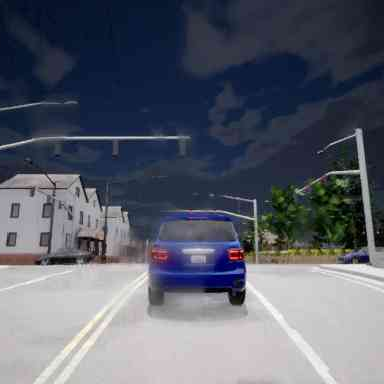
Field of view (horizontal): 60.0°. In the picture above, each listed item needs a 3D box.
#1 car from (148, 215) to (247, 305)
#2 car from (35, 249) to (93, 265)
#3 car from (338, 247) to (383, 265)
[{"bbox_3d":[0.075,1.760,9.290,2.150,2.045,5.566,0,-7,-1],"label":"car"},{"bbox_3d":[-11.417,5.931,29.899,4.892,1.490,1.837,-1,-10,-11],"label":"car"},{"bbox_3d":[15.417,5.657,29.597,4.553,1.767,2.097,0,-12,1],"label":"car"}]
